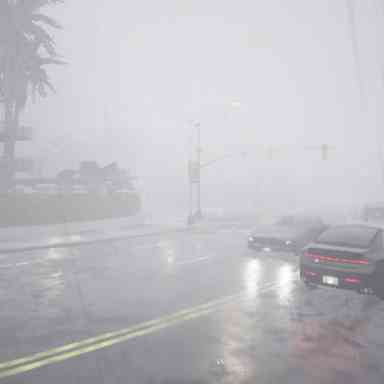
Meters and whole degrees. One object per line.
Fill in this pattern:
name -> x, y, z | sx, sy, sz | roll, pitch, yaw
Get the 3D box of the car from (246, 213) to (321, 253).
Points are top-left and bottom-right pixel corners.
car -> 4.225, 1.605, 13.625 | 2.033, 1.411, 5.357 | 0, 0, 38

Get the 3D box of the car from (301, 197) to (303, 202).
car -> 22.223, 1.652, 72.208 | 2.185, 1.767, 4.553 | 0, 0, 22

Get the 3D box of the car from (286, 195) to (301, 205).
car -> 19.956, 1.754, 66.194 | 2.097, 1.535, 5.008 | 0, 0, 22

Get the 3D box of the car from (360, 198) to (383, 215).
car -> 15.127, 1.575, 27.574 | 1.882, 1.535, 5.008 | 0, 0, 23

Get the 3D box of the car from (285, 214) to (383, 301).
car -> 4.424, 1.536, 8.477 | 1.837, 1.490, 4.892 | 0, 0, 43
